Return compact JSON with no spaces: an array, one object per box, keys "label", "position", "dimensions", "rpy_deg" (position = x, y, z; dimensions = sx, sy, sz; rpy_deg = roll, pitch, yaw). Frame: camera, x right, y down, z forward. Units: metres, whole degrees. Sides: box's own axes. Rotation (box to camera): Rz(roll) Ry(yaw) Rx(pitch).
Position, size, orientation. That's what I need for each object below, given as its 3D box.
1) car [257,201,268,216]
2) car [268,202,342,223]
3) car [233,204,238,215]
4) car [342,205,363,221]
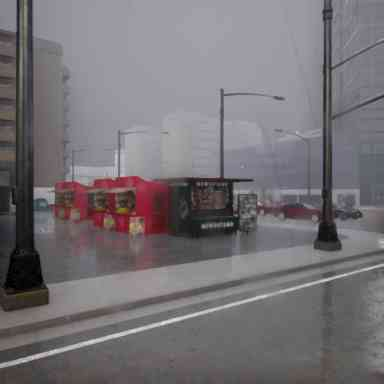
[{"label":"car","position":[6.940,1.677,35.686],"dimensions":[1.882,1.535,5.008],"rpy_deg":[0,-1,-36]},{"label":"car","position":[8.987,1.578,26.864],"dimensions":[1.882,1.535,5.008],"rpy_deg":[0,-1,-38]},{"label":"car","position":[3.536,1.740,34.422],"dimensions":[1.812,1.442,4.674],"rpy_deg":[0,-1,-36]},{"label":"car","position":[12.214,1.660,28.408],"dimensions":[1.994,1.385,4.181],"rpy_deg":[0,-1,-35]}]
